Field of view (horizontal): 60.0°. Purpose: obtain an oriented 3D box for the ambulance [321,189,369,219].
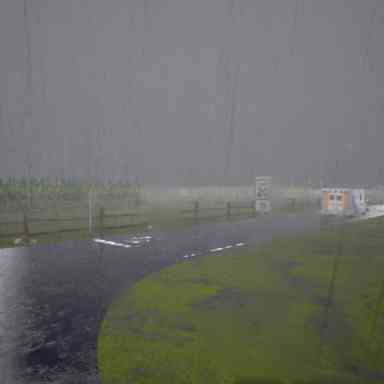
[{"bbox_3d":[13.637,0.972,29.305,2.351,2.431,6.366,1,1,42],"label":"ambulance"}]
